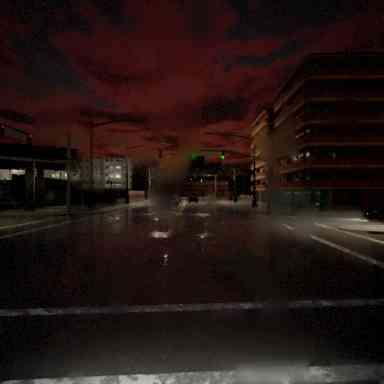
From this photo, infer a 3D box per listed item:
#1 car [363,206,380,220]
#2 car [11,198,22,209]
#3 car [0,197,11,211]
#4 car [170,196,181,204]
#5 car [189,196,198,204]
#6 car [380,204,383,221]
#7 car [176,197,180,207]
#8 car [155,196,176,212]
[{"bbox_3d":[16.223,1.576,26.939,4.181,1.385,1.994,0,0,1],"label":"car"},{"bbox_3d":[-24.020,1.474,42.622,3.806,1.475,1.970,0,0,1],"label":"car"},{"bbox_3d":[-23.304,1.311,36.871,4.611,1.667,2.242,0,0,1],"label":"car"},{"bbox_3d":[-3.275,1.593,66.718,1.994,1.385,4.181,0,0,0],"label":"car"},{"bbox_3d":[0.223,1.534,66.976,1.837,1.490,4.892,0,0,0],"label":"car"},{"bbox_3d":[16.306,1.611,23.456,4.718,1.301,1.895,0,0,-3],"label":"car"},{"bbox_3d":[-3.201,1.373,47.510,2.097,1.767,4.553,0,0,0],"label":"car"},{"bbox_3d":[-3.090,1.521,38.306,1.837,1.490,4.892,0,0,-1],"label":"car"}]
